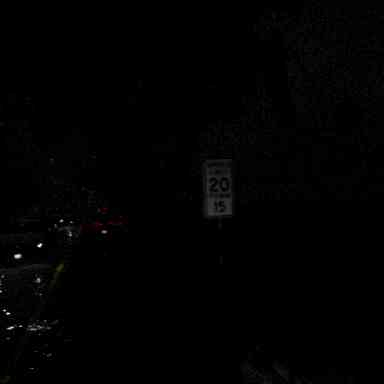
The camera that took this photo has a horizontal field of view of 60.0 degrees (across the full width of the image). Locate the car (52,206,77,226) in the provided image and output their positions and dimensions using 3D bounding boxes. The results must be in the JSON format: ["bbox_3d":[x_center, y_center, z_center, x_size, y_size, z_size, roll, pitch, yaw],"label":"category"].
[{"bbox_3d":[-10.676,2.098,27.736,1.994,1.385,4.181,-2,0,-16],"label":"car"}]

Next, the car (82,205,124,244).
[{"bbox_3d":[-4.694,1.706,17.528,1.882,1.535,5.008,-2,0,-16],"label":"car"}]

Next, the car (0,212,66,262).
[{"bbox_3d":[-6.731,1.854,13.966,2.033,1.411,5.357,-2,0,-16],"label":"car"}]

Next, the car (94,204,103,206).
[{"bbox_3d":[-11.756,2.216,42.072,1.994,1.385,4.181,-2,0,-16],"label":"car"}]
